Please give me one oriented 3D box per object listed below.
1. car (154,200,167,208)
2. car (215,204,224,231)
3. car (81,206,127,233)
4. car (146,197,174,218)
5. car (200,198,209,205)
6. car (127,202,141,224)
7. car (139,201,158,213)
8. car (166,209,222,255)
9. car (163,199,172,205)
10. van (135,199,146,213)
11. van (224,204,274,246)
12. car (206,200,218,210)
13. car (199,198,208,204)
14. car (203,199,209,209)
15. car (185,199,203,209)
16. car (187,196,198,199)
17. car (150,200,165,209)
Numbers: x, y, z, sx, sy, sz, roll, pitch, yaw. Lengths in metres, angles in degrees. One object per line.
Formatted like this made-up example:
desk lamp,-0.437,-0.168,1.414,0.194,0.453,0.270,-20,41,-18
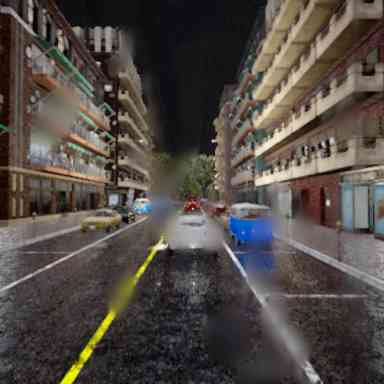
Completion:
car,-5.676,2.112,60.513,1.802,1.307,4.206,1,-1,0
car,2.710,1.715,21.647,1.752,1.417,4.829,1,-1,0
car,-5.677,1.713,21.347,1.752,1.417,4.829,1,0,0
car,-3.005,1.522,34.160,2.150,2.045,5.566,0,-1,0
car,2.843,2.227,77.186,2.008,1.369,4.403,1,-1,0
car,-5.678,1.803,27.088,1.947,1.339,4.313,1,-1,0
car,-5.676,1.934,43.800,2.008,1.369,4.403,1,-1,0
car,0.022,1.647,13.742,1.812,1.442,4.674,0,-1,0
car,-5.763,2.262,77.629,1.802,1.307,4.206,1,-1,0
van,-5.674,1.676,38.232,1.690,1.788,3.998,1,-1,0
van,2.708,1.481,15.908,1.690,1.788,3.998,1,0,0
car,2.683,1.831,32.619,1.887,1.381,4.507,1,-1,0
car,2.844,2.276,82.757,2.008,1.369,4.403,1,-1,0
car,2.671,1.949,43.761,1.947,1.339,4.313,1,-1,0
car,0.105,1.895,41.994,1.812,1.442,4.674,0,-1,0
car,0.107,1.737,58.817,2.150,2.045,5.566,0,0,0
car,-5.676,2.032,54.943,2.008,1.369,4.403,1,-1,0
